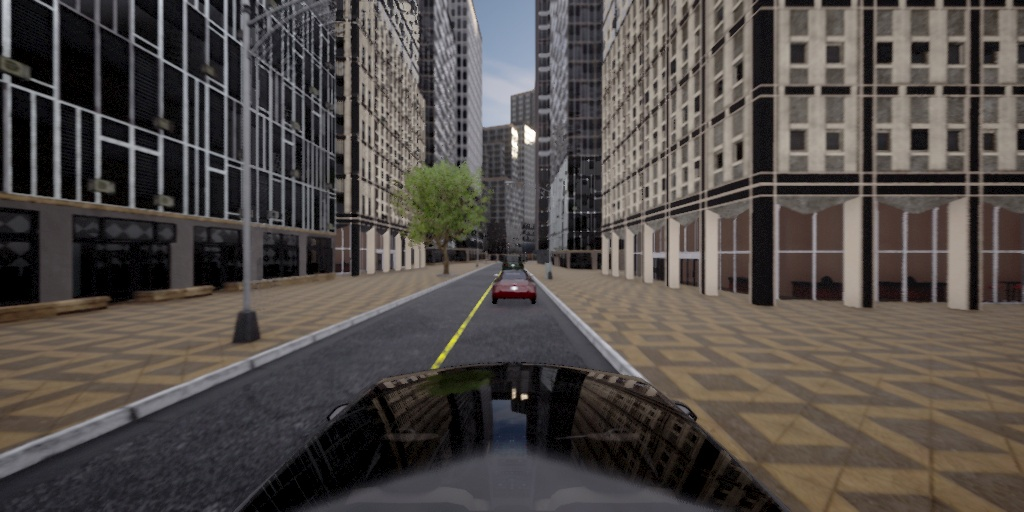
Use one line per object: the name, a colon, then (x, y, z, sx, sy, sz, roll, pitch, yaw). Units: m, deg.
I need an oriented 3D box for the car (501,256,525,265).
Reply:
car: (0.094, 0.973, 35.818, 2.150, 2.045, 5.566, 0, 0, 0)

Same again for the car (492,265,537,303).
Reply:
car: (0.097, 1.313, 16.848, 1.994, 1.385, 4.181, 0, 0, 0)
